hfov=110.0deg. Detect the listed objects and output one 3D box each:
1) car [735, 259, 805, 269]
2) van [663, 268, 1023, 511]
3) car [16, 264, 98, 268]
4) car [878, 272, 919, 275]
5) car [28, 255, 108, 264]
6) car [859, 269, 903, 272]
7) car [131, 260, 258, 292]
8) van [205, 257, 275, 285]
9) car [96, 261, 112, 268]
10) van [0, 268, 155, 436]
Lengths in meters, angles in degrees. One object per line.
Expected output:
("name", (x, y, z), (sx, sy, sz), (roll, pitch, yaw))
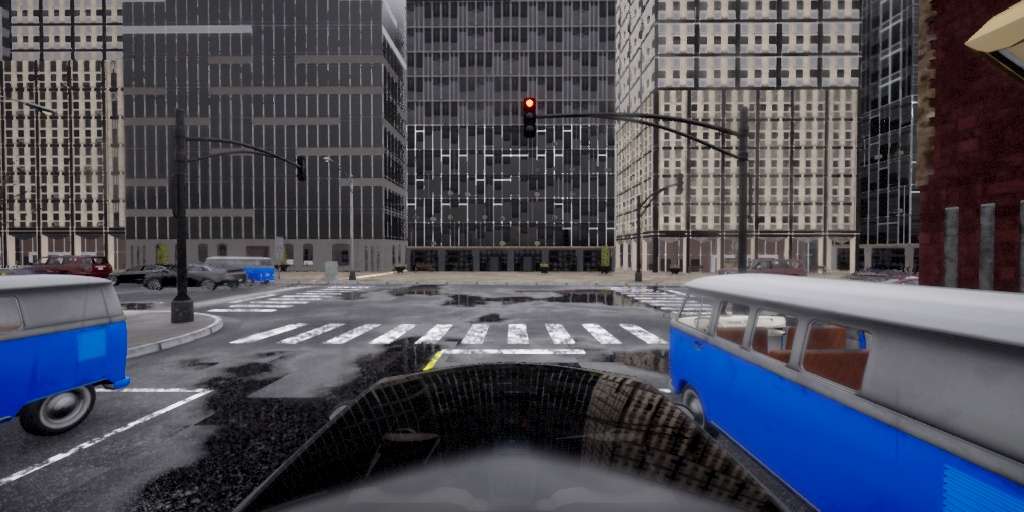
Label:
("car", (15.292, 1.089, 22.082), (5.009, 1.841, 2.192), (0, 0, 1))
("van", (2.691, 1.090, 2.782), (1.690, 1.789, 3.998), (0, 0, 0))
("car", (-22.549, 1.230, 16.621), (4.181, 1.385, 1.994), (0, 1, 1))
("car", (15.216, 1.437, 13.703), (4.507, 1.381, 1.888), (0, 0, 1))
("car", (-28.141, 0.874, 22.473), (5.009, 1.841, 2.192), (0, 0, 1))
("car", (19.820, 1.399, 19.440), (4.181, 1.385, 1.994), (0, 1, 1))
("car", (-17.368, 1.137, 19.770), (4.902, 1.511, 2.128), (0, 1, 1))
("van", (-17.096, 0.951, 22.373), (3.998, 1.789, 1.690), (0, 0, 1))
("car", (-22.618, 1.150, 22.423), (4.313, 1.339, 1.948), (0, 0, 1))
("van", (-5.690, 1.090, 2.836), (1.690, 1.789, 3.998), (0, 0, 0))
